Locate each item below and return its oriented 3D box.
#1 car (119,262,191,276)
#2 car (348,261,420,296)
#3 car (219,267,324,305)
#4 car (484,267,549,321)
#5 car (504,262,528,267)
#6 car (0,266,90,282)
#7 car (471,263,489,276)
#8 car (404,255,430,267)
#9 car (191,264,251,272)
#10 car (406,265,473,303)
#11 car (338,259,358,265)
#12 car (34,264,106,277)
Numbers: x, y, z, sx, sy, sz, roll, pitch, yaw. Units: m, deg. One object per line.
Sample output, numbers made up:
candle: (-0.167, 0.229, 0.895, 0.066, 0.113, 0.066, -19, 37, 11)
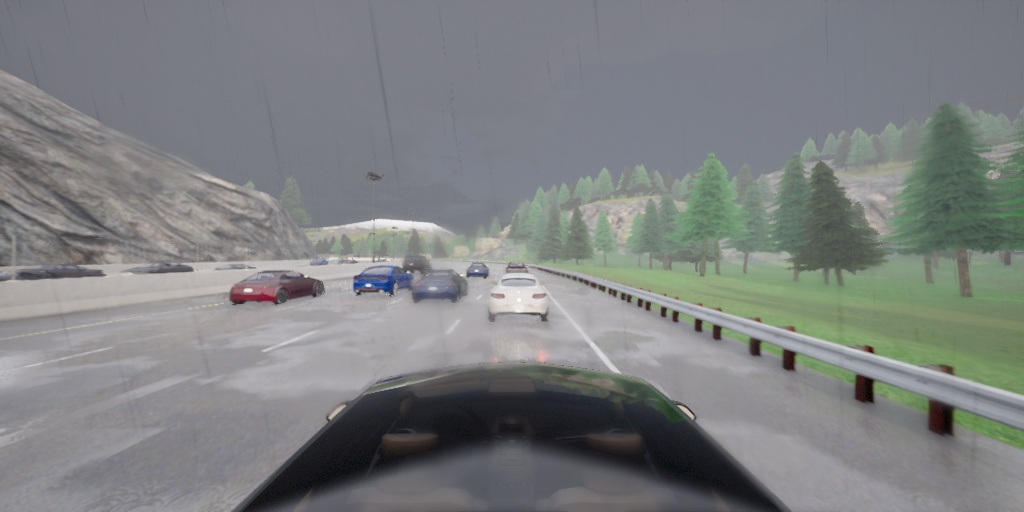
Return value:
car: (-27.855, 1.215, 28.290, 2.128, 1.511, 4.902, 0, 0, 0)
car: (-6.698, 1.222, 19.259, 1.882, 1.535, 5.008, 0, 0, 1)
car: (-10.239, 1.305, 15.959, 1.994, 1.385, 4.181, 0, 0, 1)
car: (0.216, 1.276, 12.336, 1.812, 1.442, 4.674, 0, 0, 1)
car: (0.347, 1.243, 30.207, 2.128, 1.511, 4.902, 0, 0, -1)
car: (-24.425, 1.327, 17.448, 1.895, 1.301, 4.718, 0, 0, 1)
car: (-3.225, 1.313, 34.195, 1.994, 1.385, 4.181, 0, 0, -1)
car: (-10.402, 0.963, 39.354, 2.150, 2.045, 5.566, 0, 0, -3)
car: (-20.864, 1.295, 26.737, 1.994, 1.385, 4.181, 0, 0, 0)
car: (-3.229, 1.312, 16.773, 1.994, 1.385, 4.181, 0, 0, 1)
car: (-26.507, 1.221, 58.464, 2.128, 1.511, 4.902, 0, 0, -8)
car: (-31.350, 1.268, 24.402, 2.033, 1.411, 5.357, 0, 0, 1)
